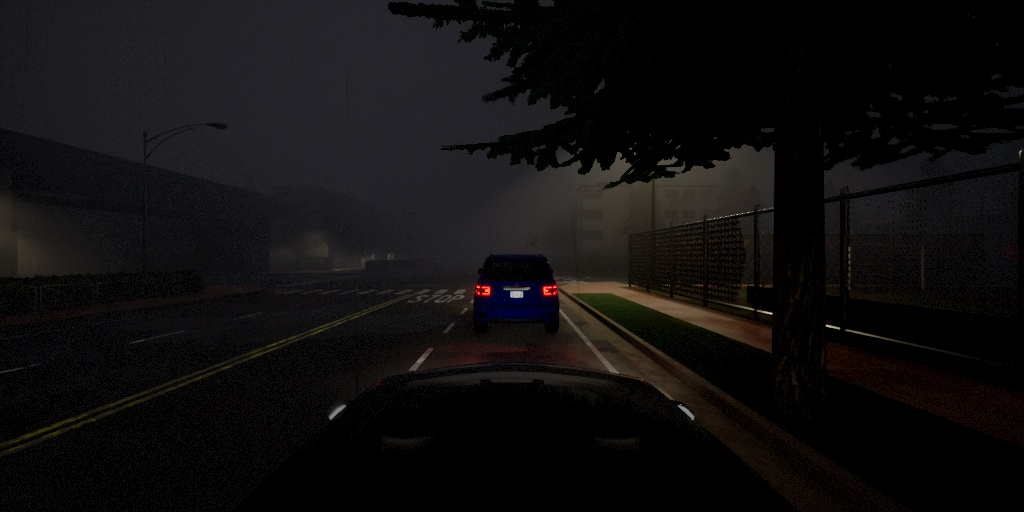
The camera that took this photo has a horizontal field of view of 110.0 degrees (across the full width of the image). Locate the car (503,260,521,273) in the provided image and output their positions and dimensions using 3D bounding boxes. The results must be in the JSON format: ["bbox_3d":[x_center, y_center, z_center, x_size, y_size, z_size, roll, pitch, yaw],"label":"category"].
[{"bbox_3d":[0.010,1.242,45.734,2.128,1.511,4.902,0,0,0],"label":"car"}]

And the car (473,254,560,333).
[{"bbox_3d":[0.112,0.972,10.878,2.150,2.045,5.566,0,0,0],"label":"car"}]
